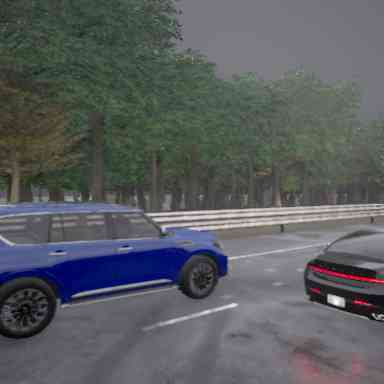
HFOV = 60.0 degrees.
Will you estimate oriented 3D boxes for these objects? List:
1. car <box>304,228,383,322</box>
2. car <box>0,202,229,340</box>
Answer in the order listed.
[{"bbox_3d":[4.339,1.514,6.863,4.892,1.490,1.837,-1,0,-35],"label":"car"},{"bbox_3d":[-1.843,1.226,6.773,5.566,2.045,2.150,0,0,-34],"label":"car"}]
